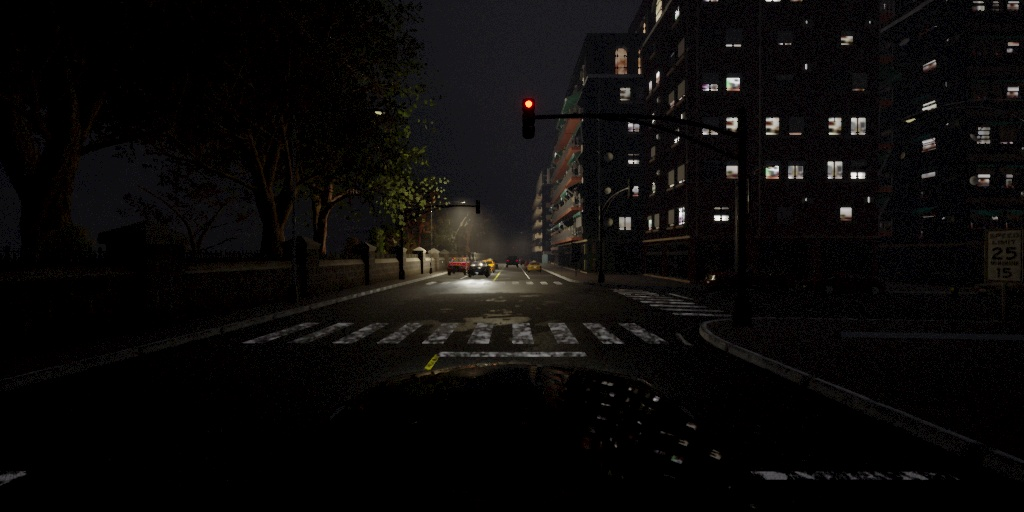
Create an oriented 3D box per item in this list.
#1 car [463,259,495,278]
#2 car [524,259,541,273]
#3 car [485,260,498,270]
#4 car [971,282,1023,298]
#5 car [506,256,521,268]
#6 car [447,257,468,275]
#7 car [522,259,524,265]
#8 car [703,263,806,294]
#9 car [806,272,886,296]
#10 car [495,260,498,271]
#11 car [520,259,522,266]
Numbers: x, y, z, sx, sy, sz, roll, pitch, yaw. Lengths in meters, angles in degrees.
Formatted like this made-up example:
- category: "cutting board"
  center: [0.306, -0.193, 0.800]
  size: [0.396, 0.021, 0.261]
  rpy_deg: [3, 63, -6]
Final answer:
- category: "car"
  center: [-3.051, 1.245, 33.951]
  size: [2.128, 1.511, 4.902]
  rpy_deg: [0, 0, 0]
- category: "car"
  center: [2.728, 1.283, 44.447]
  size: [1.751, 1.417, 4.829]
  rpy_deg: [0, 0, 0]
- category: "car"
  center: [-3.042, 1.290, 54.366]
  size: [1.812, 1.442, 4.674]
  rpy_deg: [0, 0, 0]
- category: "car"
  center: [31.533, 1.857, 22.184]
  size: [4.829, 1.417, 1.751]
  rpy_deg: [0, 0, 0]
- category: "car"
  center: [0.055, 0.992, 63.674]
  size: [2.150, 2.045, 5.566]
  rpy_deg: [0, 0, 0]
- category: "car"
  center: [-5.657, 1.069, 38.748]
  size: [2.192, 1.841, 5.009]
  rpy_deg: [0, 0, 0]
- category: "car"
  center: [2.733, 1.306, 49.811]
  size: [1.888, 1.381, 4.507]
  rpy_deg: [0, 0, 0]
- category: "car"
  center: [14.617, 1.338, 22.146]
  size: [5.009, 1.841, 2.192]
  rpy_deg: [0, 0, 0]
- category: "car"
  center: [20.312, 1.671, 22.159]
  size: [4.507, 1.381, 1.888]
  rpy_deg: [0, 0, 0]
- category: "car"
  center: [-3.053, 1.235, 44.188]
  size: [1.882, 1.535, 5.008]
  rpy_deg: [0, 0, 0]
- category: "car"
  center: [2.737, 1.315, 55.347]
  size: [2.007, 1.370, 4.403]
  rpy_deg: [0, 0, 0]
